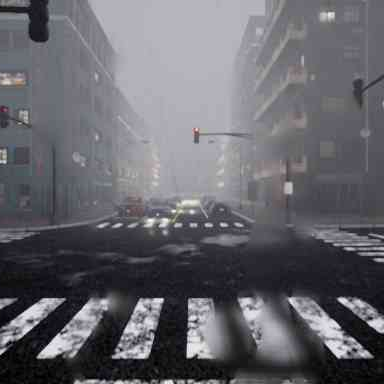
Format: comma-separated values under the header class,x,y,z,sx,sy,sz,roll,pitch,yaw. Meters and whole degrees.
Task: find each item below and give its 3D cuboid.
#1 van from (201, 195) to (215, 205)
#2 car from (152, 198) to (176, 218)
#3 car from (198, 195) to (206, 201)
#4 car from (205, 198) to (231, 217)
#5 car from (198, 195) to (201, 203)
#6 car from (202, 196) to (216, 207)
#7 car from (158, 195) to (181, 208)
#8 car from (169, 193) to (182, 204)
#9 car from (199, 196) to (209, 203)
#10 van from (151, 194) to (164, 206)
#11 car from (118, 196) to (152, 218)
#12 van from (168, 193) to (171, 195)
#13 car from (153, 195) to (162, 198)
class,x,y,z,sx,sy,sz,roll,pitch,yaw
van,2.526,1.298,46.999,1.690,1.788,3.998,0,0,0
car,-2.877,1.523,30.658,2.033,1.411,5.357,0,0,0
car,2.491,1.448,85.863,1.887,1.381,4.507,0,0,0
car,2.540,1.542,30.343,1.947,1.339,4.313,0,0,0
car,2.516,1.383,58.103,1.967,1.590,4.097,0,0,0
car,2.530,1.546,41.447,1.802,1.307,4.206,0,0,0
car,-2.886,1.509,43.234,2.033,1.411,5.357,0,0,0
car,-2.839,1.465,61.176,1.812,1.442,4.674,0,0,1
car,2.506,1.479,69.207,2.008,1.369,4.403,0,0,0
van,-5.360,1.291,52.543,1.690,1.788,3.998,0,0,0
car,-5.340,1.291,30.335,2.192,1.841,5.009,0,0,0
van,-5.389,1.244,85.855,1.690,1.788,3.998,0,0,0
car,-5.355,1.502,46.992,1.887,1.381,4.507,0,0,0
